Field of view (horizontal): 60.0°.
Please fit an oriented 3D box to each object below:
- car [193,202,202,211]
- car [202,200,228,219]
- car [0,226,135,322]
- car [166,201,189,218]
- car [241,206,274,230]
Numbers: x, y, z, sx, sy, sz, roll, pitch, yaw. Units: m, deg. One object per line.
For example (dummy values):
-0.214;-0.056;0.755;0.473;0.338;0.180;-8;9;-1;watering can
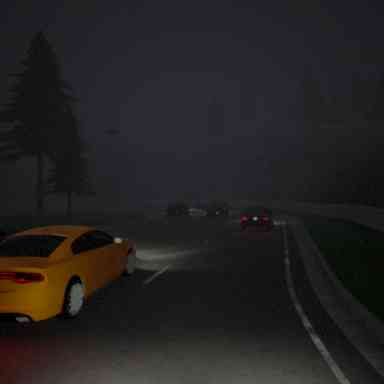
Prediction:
1.950;1.646;40.126;1.994;1.385;4.181;0;0;-36;car
2.214;1.555;30.282;2.128;1.511;4.902;0;0;2;car
-2.790;1.489;7.449;1.882;1.535;5.008;0;0;8;car
-1.355;1.537;30.932;1.882;1.535;5.008;1;0;-1;car
4.299;1.597;21.682;2.033;1.411;5.357;0;0;15;car
